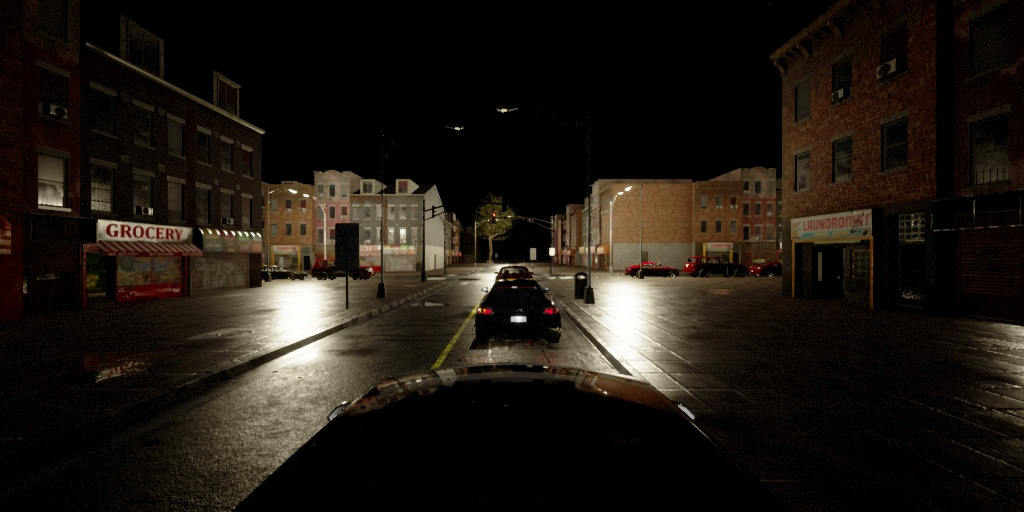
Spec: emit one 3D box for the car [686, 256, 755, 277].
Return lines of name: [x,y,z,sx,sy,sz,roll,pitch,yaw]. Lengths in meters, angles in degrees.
car: [17.391,0.948,30.731,5.009,1.841,2.192,0,0,0]

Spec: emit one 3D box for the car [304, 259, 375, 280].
car: [-14.451,1.180,30.685,5.009,1.841,2.192,0,0,0]

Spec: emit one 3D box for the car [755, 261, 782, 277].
car: [22.825,1.141,30.739,4.507,1.381,1.888,0,0,0]

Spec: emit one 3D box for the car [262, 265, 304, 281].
car: [-19.877,1.473,30.677,4.313,1.339,1.948,0,0,0]

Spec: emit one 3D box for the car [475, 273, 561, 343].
car: [0.110,1.316,9.648,1.994,1.385,4.181,0,0,-1]

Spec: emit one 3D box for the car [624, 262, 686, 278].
car: [11.957,1.217,30.723,4.507,1.381,1.888,0,0,0]

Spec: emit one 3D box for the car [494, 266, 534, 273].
car: [0.106,1.236,18.612,1.882,1.535,5.008,0,0,0]
